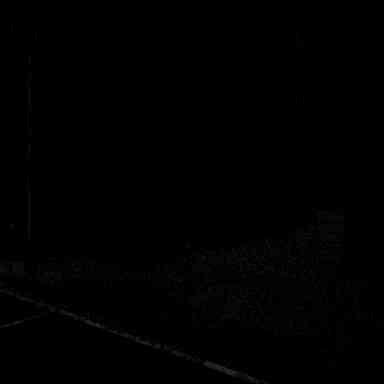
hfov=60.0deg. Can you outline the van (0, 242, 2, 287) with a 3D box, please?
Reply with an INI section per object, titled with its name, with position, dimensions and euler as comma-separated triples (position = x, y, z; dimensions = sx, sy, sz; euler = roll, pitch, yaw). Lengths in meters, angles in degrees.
[van]
position = -5.763, 1.339, 7.182
dimensions = 3.998, 1.788, 1.690
euler = 0, 0, 35
